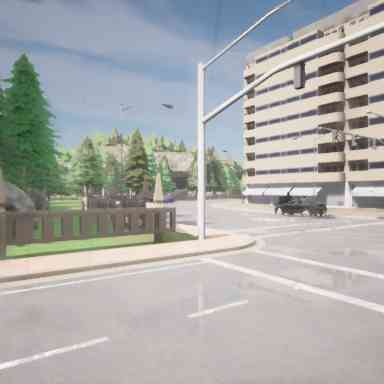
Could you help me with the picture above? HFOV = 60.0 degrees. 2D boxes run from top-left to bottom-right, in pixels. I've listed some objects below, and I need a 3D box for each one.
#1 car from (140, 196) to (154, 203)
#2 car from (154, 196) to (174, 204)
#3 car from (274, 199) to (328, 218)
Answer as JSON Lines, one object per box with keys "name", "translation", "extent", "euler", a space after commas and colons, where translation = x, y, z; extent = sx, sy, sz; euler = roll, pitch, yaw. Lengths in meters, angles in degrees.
{"name": "car", "translation": [-8.254, 1.469, 62.950], "extent": [2.128, 1.511, 4.902], "euler": [0, 0, 14]}
{"name": "car", "translation": [-4.862, 1.461, 62.090], "extent": [1.882, 1.535, 5.008], "euler": [0, 0, 14]}
{"name": "car", "translation": [9.483, 1.364, 29.314], "extent": [1.837, 1.490, 4.892], "euler": [0, 0, -35]}
